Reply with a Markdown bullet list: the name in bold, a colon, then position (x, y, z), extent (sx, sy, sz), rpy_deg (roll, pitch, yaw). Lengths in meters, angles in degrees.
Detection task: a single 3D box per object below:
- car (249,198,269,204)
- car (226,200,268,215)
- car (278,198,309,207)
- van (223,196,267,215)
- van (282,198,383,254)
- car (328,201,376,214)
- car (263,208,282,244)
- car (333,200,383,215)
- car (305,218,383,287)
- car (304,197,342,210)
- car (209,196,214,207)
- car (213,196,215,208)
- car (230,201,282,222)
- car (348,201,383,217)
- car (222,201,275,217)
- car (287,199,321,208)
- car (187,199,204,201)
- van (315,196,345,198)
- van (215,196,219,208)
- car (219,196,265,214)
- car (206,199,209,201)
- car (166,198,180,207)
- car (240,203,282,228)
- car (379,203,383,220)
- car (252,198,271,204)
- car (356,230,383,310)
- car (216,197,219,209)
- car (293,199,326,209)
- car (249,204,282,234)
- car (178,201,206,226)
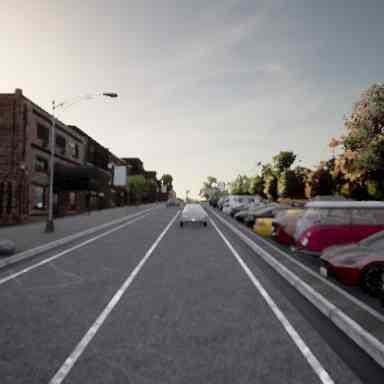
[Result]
- **car**: position (18.696, 2.494, 92.982), extent (5.008, 1.535, 2.097), rpy_deg (0, -1, 0)
- **car**: position (5.605, 1.622, 27.761), extent (4.892, 1.521, 2.231), rpy_deg (0, 0, 0)
- **car**: position (18.666, 1.947, 61.353), extent (5.008, 1.535, 2.097), rpy_deg (0, -1, 0)
- **van**: position (5.713, 1.462, 36.177), extent (4.442, 1.987, 1.878), rpy_deg (0, 0, 0)
- **van**: position (5.518, 1.300, 10.950), extent (4.442, 1.987, 1.878), rpy_deg (0, 0, 0)
- **car**: position (18.671, 1.751, 39.077), extent (4.674, 1.452, 2.002), rpy_deg (0, 0, 0)
- **car**: position (5.659, 1.569, 13.752), extent (4.792, 1.488, 2.163), rpy_deg (0, 0, 0)
- **car**: position (18.491, 1.686, 36.293), extent (5.366, 1.575, 1.946), rpy_deg (0, 0, 0)
- **car**: position (5.609, 1.542, 8.145), extent (4.792, 1.488, 2.163), rpy_deg (0, 0, 0)
- **car**: position (18.636, 1.654, 47.431), extent (4.553, 1.767, 2.185), rpy_deg (0, -1, 0)
- **car**: position (5.616, 1.528, 47.389), extent (5.566, 2.045, 2.435), rpy_deg (0, -1, 0)
- **car**: position (5.557, 1.628, 44.587), extent (4.553, 1.767, 2.185), rpy_deg (0, 0, 0)
- **car**: position (5.584, 1.631, 24.963), extent (4.792, 1.488, 2.163), rpy_deg (0, 0, 0)
- **car**: position (18.675, 1.667, 33.506), extent (5.008, 1.535, 2.097), rpy_deg (0, 0, 0)
- **car**: position (5.596, 1.665, 33.372), extent (5.008, 1.535, 2.097), rpy_deg (0, 0, 0)
- **car**: position (18.673, 1.869, 55.785), extent (5.008, 1.535, 2.097), rpy_deg (0, -1, 0)
- **car**: position (0.094, 1.620, 41.780), extent (2.097, 1.767, 4.553), rpy_deg (0, 0, 0)
- **van**: position (18.785, 1.529, 44.652), extent (4.442, 1.987, 1.878), rpy_deg (0, -1, 0)
- **van**: position (5.475, 1.506, 41.783), extent (4.442, 1.987, 1.878), rpy_deg (0, 0, 0)
- **car**: position (5.634, 1.392, 30.570), extent (5.566, 2.045, 2.435), rpy_deg (0, 0, 0)
- **car**: position (5.617, 1.619, 55.798), extent (5.566, 2.045, 2.435), rpy_deg (0, -1, 0)
- **car**: position (-3.306, 1.782, 58.458), extent (2.097, 1.767, 4.553), rpy_deg (0, -1, 1)
- **car**: position (5.617, 1.566, 19.355), extent (5.008, 1.535, 2.097), rpy_deg (0, 0, 0)
- **car**: position (18.717, 1.653, 27.936), extent (4.792, 1.488, 2.163), rpy_deg (0, 0, 0)
- **car**: position (18.686, 2.479, 89.833), extent (4.674, 1.452, 2.002), rpy_deg (0, -1, 0)
- **car**: position (5.614, 1.529, 5.342), extent (4.792, 1.488, 2.163), rpy_deg (0, 0, 0)
- **car**: position (5.588, 1.711, 38.978), extent (4.892, 1.521, 2.231), rpy_deg (0, 0, 0)
- **car**: position (18.669, 1.877, 52.998), extent (4.674, 1.452, 2.002), rpy_deg (0, -1, 0)
- **car**: position (5.812, 1.549, 16.556), extent (5.366, 1.575, 1.946), rpy_deg (0, 0, 0)
- **car**: position (0.094, 1.658, 24.741), extent (1.812, 1.442, 4.674), rpy_deg (0, 0, 0)
